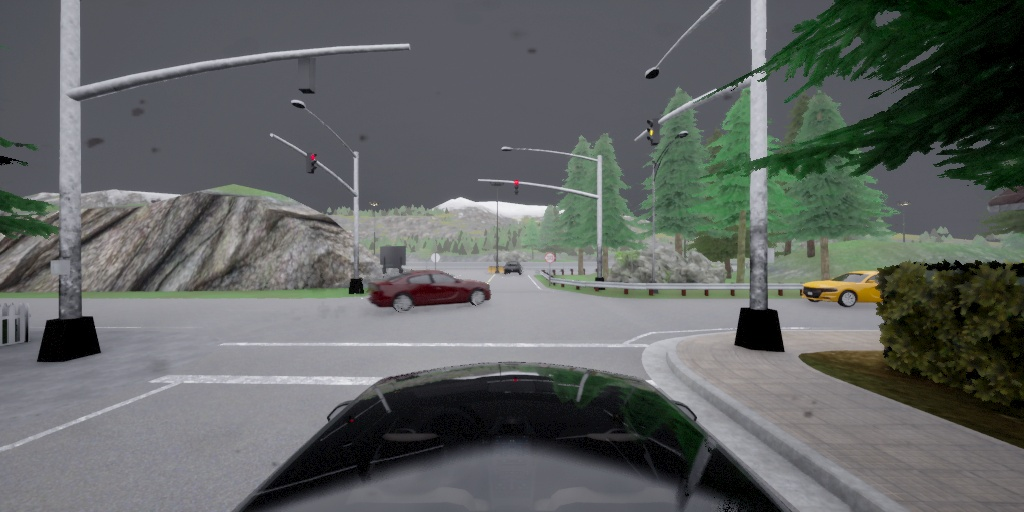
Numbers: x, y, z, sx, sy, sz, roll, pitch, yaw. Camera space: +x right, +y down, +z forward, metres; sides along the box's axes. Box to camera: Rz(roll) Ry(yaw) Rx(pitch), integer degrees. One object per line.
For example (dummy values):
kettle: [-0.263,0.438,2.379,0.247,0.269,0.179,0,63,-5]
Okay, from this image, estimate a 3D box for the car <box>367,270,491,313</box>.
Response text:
car: [-3.270,1.323,14.739,5.008,1.535,1.882,-1,1,-31]

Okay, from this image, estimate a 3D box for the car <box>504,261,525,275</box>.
car: [0.308,1.376,40.639,1.837,1.490,4.892,-1,-2,8]

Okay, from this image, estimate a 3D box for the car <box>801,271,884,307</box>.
car: [15.955,1.419,16.176,5.008,1.535,1.882,0,0,0]
